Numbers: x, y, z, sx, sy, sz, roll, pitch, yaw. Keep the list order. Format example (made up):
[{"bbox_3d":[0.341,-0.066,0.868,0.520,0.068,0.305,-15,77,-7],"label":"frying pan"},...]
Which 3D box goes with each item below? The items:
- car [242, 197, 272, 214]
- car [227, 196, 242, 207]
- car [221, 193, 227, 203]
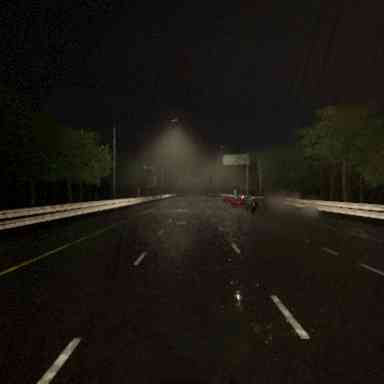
[{"bbox_3d":[7.070,1.360,35.765,2.097,1.767,4.553,0,0,0],"label":"car"},{"bbox_3d":[7.153,1.574,52.862,1.994,1.385,4.181,0,0,0],"label":"car"},{"bbox_3d":[7.268,1.520,70.048,1.812,1.442,4.674,0,0,0],"label":"car"}]
